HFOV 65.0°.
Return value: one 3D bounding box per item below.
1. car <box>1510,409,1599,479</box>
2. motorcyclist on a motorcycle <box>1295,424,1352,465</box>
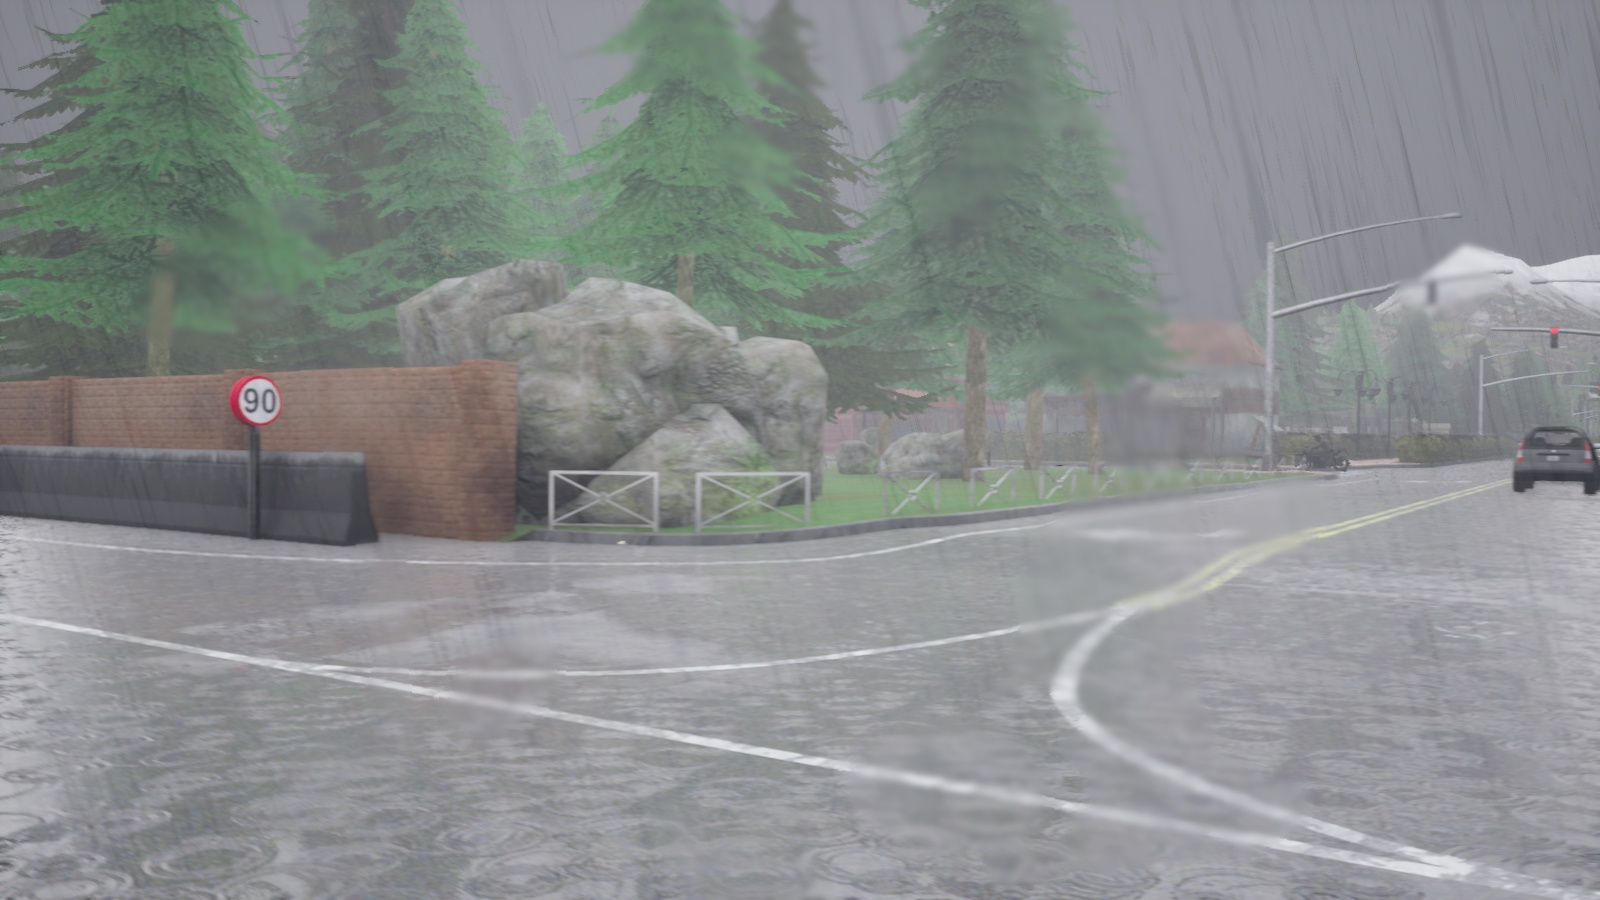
[{"bbox_3d":[18.935,-0.162,31.270,1.851,1.617,3.988,0,1,34],"label":"car"},{"bbox_3d":[21.146,-0.212,50.743,2.044,1.523,0.797,-3,-2,24],"label":"motorcyclist on a motorcycle"}]
